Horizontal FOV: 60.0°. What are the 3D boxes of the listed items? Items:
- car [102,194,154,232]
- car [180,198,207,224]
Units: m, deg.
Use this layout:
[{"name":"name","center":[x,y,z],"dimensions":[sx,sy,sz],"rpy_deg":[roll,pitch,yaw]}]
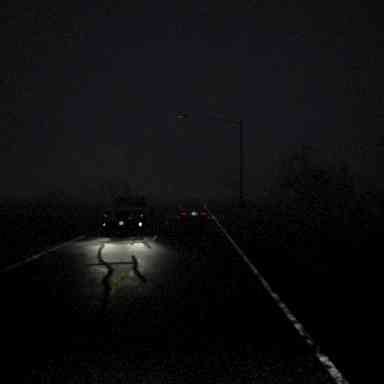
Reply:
[{"name":"car","center":[-3.498,1.168,19.232],"dimensions":[2.150,2.045,5.566],"rpy_deg":[0,0,0]},{"name":"car","center":[0.103,1.387,23.191],"dimensions":[2.033,1.411,5.357],"rpy_deg":[0,0,0]}]
